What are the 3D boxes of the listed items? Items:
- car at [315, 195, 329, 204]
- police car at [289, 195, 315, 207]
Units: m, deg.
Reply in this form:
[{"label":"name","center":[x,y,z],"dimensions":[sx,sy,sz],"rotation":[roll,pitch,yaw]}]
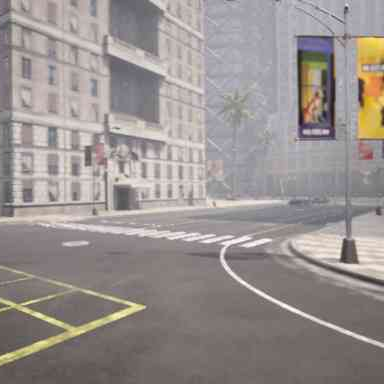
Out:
[{"label":"car","center":[21.798,1.283,56.399],"dimensions":[1.994,1.385,4.181],"rotation":[-1,0,37]},{"label":"police car","center":[15.668,1.219,48.374],"dimensions":[1.930,1.638,5.238],"rotation":[-1,0,37]}]
